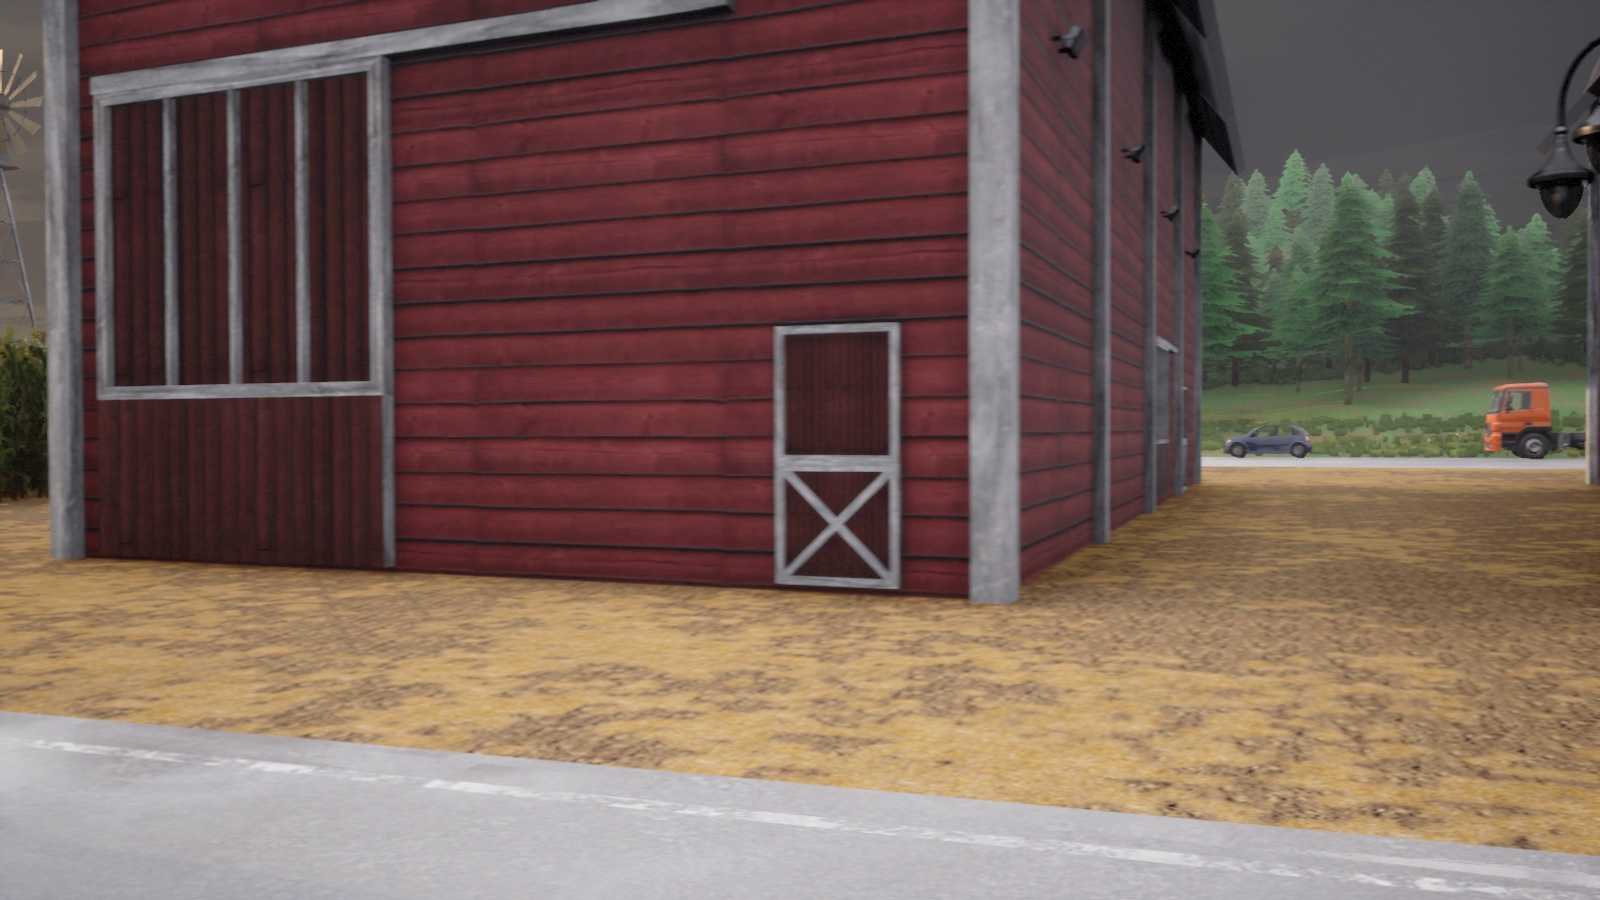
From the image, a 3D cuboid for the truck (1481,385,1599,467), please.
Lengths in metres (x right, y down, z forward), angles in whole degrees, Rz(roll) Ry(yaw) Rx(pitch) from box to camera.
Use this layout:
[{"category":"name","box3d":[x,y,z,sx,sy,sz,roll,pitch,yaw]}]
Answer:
[{"category":"truck","box3d":[34.502,-1.048,54.942,7.936,3.462,2.891,1,1,22]}]

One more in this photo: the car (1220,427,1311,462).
[{"category":"car","box3d":[22.229,-0.294,59.935,3.988,1.617,1.851,1,1,22]}]
